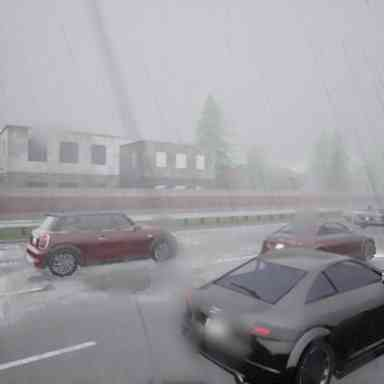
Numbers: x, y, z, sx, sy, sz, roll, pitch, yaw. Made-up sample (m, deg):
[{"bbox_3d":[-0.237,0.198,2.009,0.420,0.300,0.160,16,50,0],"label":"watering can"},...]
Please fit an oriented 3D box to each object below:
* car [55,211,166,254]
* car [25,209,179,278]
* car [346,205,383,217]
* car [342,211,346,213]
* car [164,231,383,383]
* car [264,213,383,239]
[{"bbox_3d":[-3.406,1.588,14.209,4.181,1.385,1.994,0,0,-35],"label":"car"},{"bbox_3d":[-2.625,1.369,10.468,4.553,1.767,2.097,0,0,-35],"label":"car"},{"bbox_3d":[12.434,1.643,21.198,5.357,1.411,2.033,0,0,-35],"label":"car"},{"bbox_3d":[14.167,1.716,26.728,4.718,1.301,1.895,0,0,-35],"label":"car"},{"bbox_3d":[1.917,1.583,5.109,4.181,1.385,1.994,0,0,-35],"label":"car"},{"bbox_3d":[4.280,1.606,11.092,4.181,1.385,1.994,0,0,-35],"label":"car"}]
